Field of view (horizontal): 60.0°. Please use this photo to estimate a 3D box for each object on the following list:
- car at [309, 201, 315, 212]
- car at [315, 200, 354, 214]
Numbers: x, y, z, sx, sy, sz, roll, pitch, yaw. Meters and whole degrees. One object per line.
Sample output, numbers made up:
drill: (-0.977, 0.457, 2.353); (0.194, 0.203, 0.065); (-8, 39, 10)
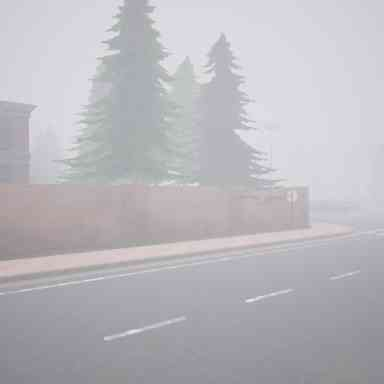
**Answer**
car: (10.572, 1.505, 36.562); (1.837, 1.490, 4.892); (0, 0, -35)
car: (14.833, 1.547, 36.600); (2.033, 1.411, 5.357); (0, 0, -35)
